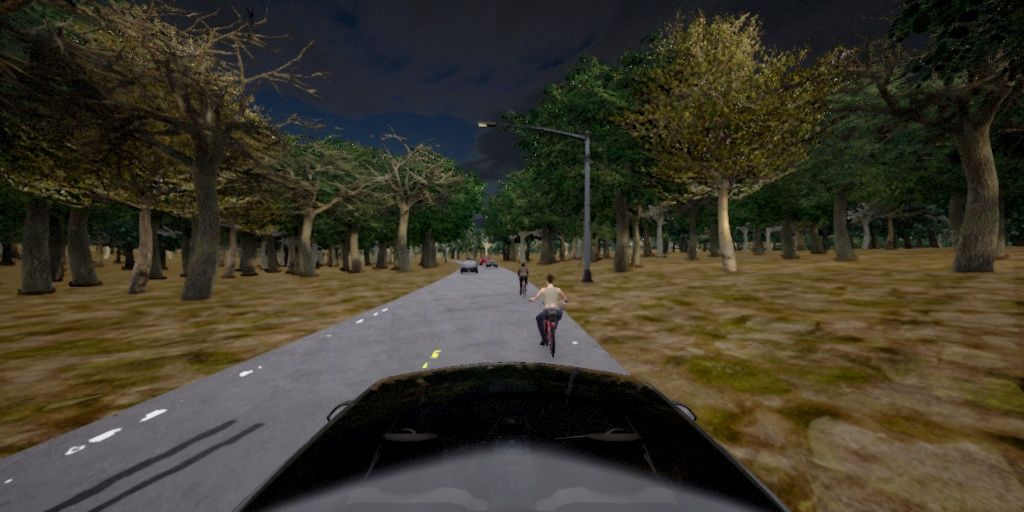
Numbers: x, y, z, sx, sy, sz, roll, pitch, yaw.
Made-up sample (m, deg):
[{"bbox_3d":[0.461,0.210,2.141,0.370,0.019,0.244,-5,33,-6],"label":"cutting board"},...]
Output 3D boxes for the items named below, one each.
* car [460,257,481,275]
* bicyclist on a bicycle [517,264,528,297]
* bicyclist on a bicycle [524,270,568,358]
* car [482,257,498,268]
[{"bbox_3d":[-4.641,1.181,39.216,1.882,1.535,5.008,0,0,-5],"label":"car"},{"bbox_3d":[0.537,1.183,16.892,0.582,1.620,1.656,0,0,-2],"label":"bicyclist on a bicycle"},{"bbox_3d":[0.779,1.179,7.465,0.866,1.612,1.509,0,0,-1],"label":"bicyclist on a bicycle"},{"bbox_3d":[-3.491,1.299,60.024,1.895,1.301,4.718,0,0,-7],"label":"car"}]
